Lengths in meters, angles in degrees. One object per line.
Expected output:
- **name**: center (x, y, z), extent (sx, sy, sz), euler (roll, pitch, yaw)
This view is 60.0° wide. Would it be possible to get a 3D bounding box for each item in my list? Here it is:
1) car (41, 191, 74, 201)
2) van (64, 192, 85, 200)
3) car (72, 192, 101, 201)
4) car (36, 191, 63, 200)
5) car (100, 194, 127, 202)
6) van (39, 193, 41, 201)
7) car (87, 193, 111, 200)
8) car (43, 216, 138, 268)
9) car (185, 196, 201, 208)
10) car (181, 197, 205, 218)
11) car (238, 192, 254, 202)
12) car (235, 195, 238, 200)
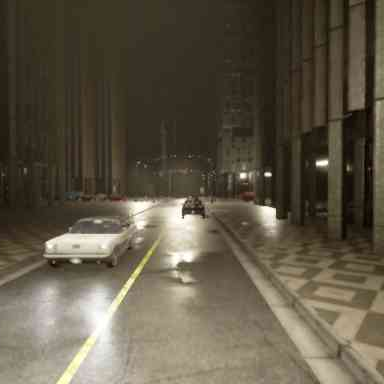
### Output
- **car**: center (-25.977, 0.965, 65.081), extent (5.009, 1.841, 2.192), euler (0, 1, 0)
- **van**: center (-25.990, 0.818, 73.609), extent (3.998, 1.788, 1.690), euler (0, 1, 0)
- **car**: center (-20.452, 1.224, 65.103), extent (4.403, 1.369, 2.008), euler (0, 1, 0)
- **car**: center (-31.515, 0.771, 73.592), extent (5.009, 1.841, 2.192), euler (0, 1, 0)
- **car**: center (-14.927, 1.241, 65.121), extent (4.507, 1.381, 1.887), euler (0, 1, 0)
- **van**: center (-31.503, 0.970, 65.063), extent (3.998, 1.788, 1.690), euler (0, 1, 0)
- **car**: center (-20.637, 1.024, 73.628), extent (4.829, 1.417, 1.752), euler (0, 1, 0)
- **car**: center (-3.102, 1.532, 11.108), extent (1.895, 1.301, 4.718), euler (0, 0, 0)
- **car**: center (0.092, 1.304, 44.419), extent (2.033, 1.411, 5.357), euler (0, 0, 0)
- **car**: center (0.094, 1.325, 27.600), extent (2.128, 1.511, 4.902), euler (0, 0, 0)
- **car**: center (12.114, 1.135, 65.202), extent (5.009, 1.841, 2.192), euler (0, 1, 0)
- **car**: center (12.098, 0.962, 73.725), extent (5.009, 1.841, 2.192), euler (0, 1, 0)
